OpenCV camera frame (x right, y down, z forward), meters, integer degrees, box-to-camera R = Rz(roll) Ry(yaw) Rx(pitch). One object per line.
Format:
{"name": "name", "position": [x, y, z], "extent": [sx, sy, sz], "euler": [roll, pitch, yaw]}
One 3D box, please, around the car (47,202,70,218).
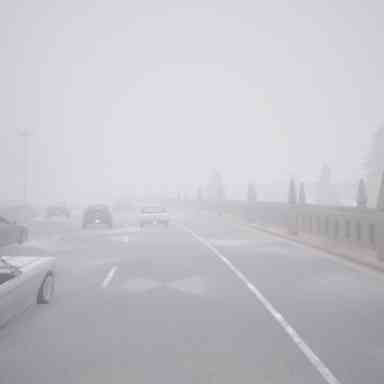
{"name": "car", "position": [-12.336, 1.616, 30.798], "extent": [1.812, 1.442, 4.674], "euler": [0, 0, -19]}

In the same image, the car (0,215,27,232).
{"name": "car", "position": [-8.038, 1.572, 12.921], "extent": [1.812, 1.442, 4.674], "euler": [0, 0, -7]}

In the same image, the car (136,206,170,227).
{"name": "car", "position": [-2.807, 1.624, 22.973], "extent": [1.895, 1.301, 4.718], "euler": [0, 0, -13]}

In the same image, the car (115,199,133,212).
{"name": "car", "position": [-8.359, 1.568, 39.948], "extent": [1.837, 1.490, 4.892], "euler": [0, 0, -22]}

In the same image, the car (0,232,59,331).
{"name": "car", "position": [-3.703, 1.619, 5.131], "extent": [1.895, 1.301, 4.718], "euler": [0, 0, -3]}

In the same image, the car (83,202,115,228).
{"name": "car", "position": [-6.396, 1.550, 22.843], "extent": [1.837, 1.490, 4.892], "euler": [0, 0, -13]}
